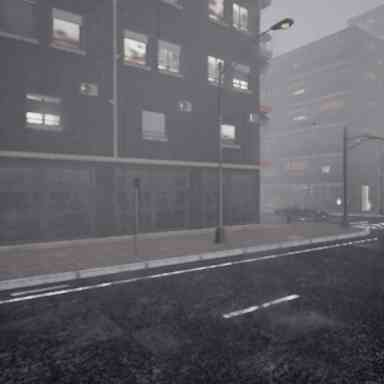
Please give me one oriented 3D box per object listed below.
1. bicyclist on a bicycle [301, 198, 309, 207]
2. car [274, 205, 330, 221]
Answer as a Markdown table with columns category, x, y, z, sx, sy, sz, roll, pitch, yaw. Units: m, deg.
| category | x | y | z | sx | sy | sz | roll | pitch | yaw |
| --- | --- | --- | --- | --- | --- | --- | --- | --- | --- |
| bicyclist on a bicycle | 13.511 | 1.537 | 39.782 | 1.656 | 1.620 | 0.582 | -1 | 0 | -36 |
| car | 9.851 | 1.805 | 30.036 | 1.895 | 1.301 | 4.718 | 0 | -1 | -39 |
